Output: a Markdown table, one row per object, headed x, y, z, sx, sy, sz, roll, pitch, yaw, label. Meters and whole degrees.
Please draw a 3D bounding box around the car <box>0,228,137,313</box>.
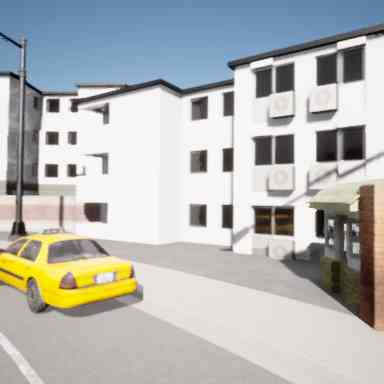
| x | y | z | sx | sy | sz | roll | pitch | yaw | label |
| --- | --- | --- | --- | --- | --- | --- | --- | --- | --- |
| -3.535 | 1.658 | 8.174 | 5.366 | 1.575 | 1.801 | -1 | -2 | 43 | car |
